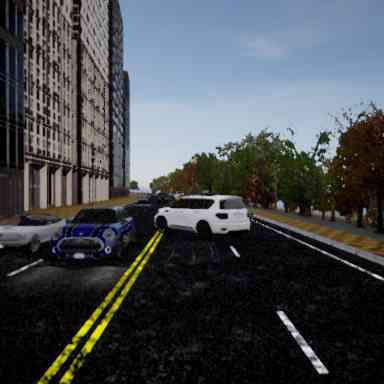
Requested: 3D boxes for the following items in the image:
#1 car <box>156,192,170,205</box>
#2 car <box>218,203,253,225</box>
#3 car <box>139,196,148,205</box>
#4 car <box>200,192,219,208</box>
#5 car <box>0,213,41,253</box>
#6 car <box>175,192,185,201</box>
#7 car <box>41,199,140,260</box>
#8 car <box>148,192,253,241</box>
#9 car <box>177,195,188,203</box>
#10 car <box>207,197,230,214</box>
[{"bbox_3d":[-4.748,1.052,55.336,2.150,2.045,5.566,0,0,-3],"label":"car"},{"bbox_3d":[3.041,1.530,24.181,1.895,1.301,4.718,0,0,-1],"label":"car"},{"bbox_3d":[-8.044,1.374,56.141,2.033,1.411,5.357,0,0,-3],"label":"car"},{"bbox_3d":[2.308,1.080,46.281,2.150,2.045,5.566,0,0,-3],"label":"car"},{"bbox_3d":[-6.656,1.564,13.684,1.895,1.301,4.718,0,0,-1],"label":"car"},{"bbox_3d":[-2.888,0.962,77.706,2.150,2.045,5.566,0,0,-5],"label":"car"},{"bbox_3d":[-3.398,1.319,12.213,2.097,1.767,4.553,0,0,-1],"label":"car"},{"bbox_3d":[0.352,1.177,16.730,2.150,2.045,5.566,0,1,-40],"label":"car"},{"bbox_3d":[-1.874,1.271,64.396,1.882,1.535,5.008,0,-1,-4],"label":"car"},{"bbox_3d":[2.733,1.351,35.393,1.801,1.575,5.366,0,0,-2],"label":"car"}]
